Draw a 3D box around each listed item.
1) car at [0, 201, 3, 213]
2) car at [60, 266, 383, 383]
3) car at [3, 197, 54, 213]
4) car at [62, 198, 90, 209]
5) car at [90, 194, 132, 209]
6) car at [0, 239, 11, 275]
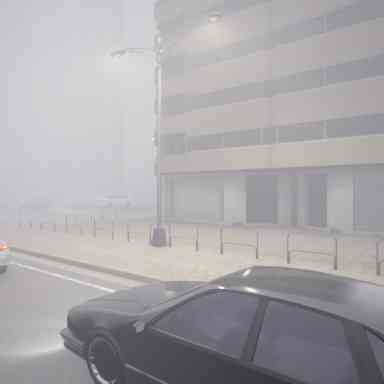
[{"bbox_3d":[-22.787,1.547,36.703,2.128,1.511,4.902,0,0,38],"label":"car"},{"bbox_3d":[0.852,1.547,3.404,5.357,1.411,2.033,0,0,38],"label":"car"},{"bbox_3d":[-18.002,1.407,37.177,2.097,1.767,4.553,0,0,37],"label":"car"},{"bbox_3d":[-15.335,1.602,46.487,2.033,1.411,5.357,0,0,37],"label":"car"},{"bbox_3d":[-10.894,1.274,46.541,2.150,2.045,5.566,0,0,37],"label":"car"},{"bbox_3d":[-6.747,1.526,9.250,4.674,1.442,1.812,0,0,39],"label":"car"}]
